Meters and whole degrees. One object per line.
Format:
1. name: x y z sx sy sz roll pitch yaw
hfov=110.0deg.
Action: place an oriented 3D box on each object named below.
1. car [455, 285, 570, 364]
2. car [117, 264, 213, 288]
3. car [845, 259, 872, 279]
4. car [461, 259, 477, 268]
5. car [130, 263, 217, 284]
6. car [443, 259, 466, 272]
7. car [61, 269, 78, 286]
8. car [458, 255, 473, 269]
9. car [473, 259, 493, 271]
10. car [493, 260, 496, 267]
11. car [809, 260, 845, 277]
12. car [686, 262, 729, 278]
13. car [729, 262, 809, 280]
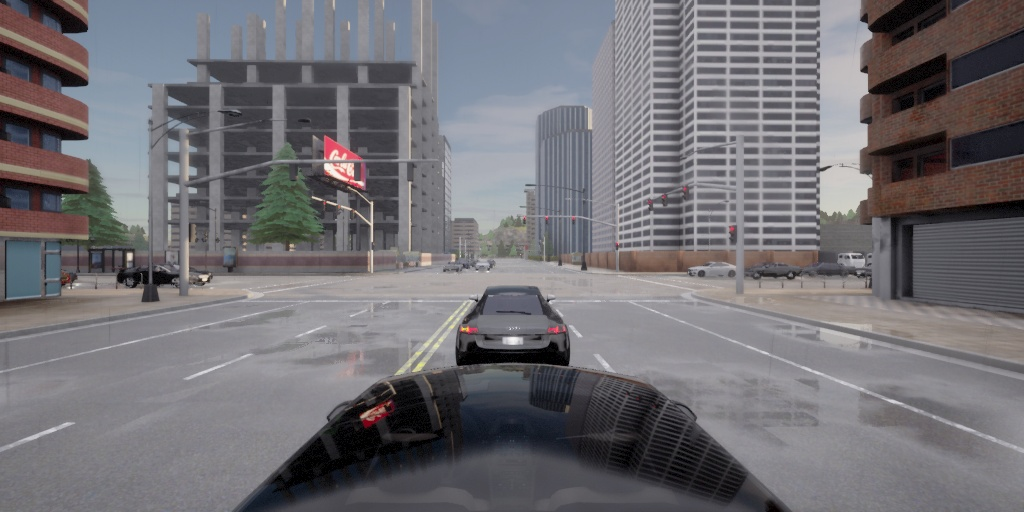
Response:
1. car: 0.011 1.314 7.691 1.994 1.385 4.181 0 0 0
2. car: -22.011 1.241 22.787 4.902 1.511 2.128 0 0 -1
3. car: 32.227 1.241 30.776 4.902 1.511 2.128 0 0 -1
4. car: -7.643 1.241 64.144 2.128 1.511 4.902 0 0 0
5. car: -24.691 1.276 26.270 4.674 1.442 1.812 0 0 -1
6. car: -7.523 1.351 45.821 1.895 1.301 4.718 0 0 0
7. car: -31.113 1.102 22.657 4.553 1.767 2.097 0 0 -1
8. car: -7.588 1.102 54.927 2.097 1.767 4.553 0 0 0
9. car: -4.034 1.275 49.973 1.812 1.442 4.674 0 0 -1
10. car: -4.113 1.351 59.010 1.895 1.301 4.718 0 0 -1
11. car: 29.671 1.297 34.247 5.357 1.411 2.033 0 0 -1
12. car: 19.089 1.276 34.078 4.674 1.442 1.812 0 0 -1
13. car: 21.853 1.241 30.638 4.902 1.511 2.128 0 0 -1
